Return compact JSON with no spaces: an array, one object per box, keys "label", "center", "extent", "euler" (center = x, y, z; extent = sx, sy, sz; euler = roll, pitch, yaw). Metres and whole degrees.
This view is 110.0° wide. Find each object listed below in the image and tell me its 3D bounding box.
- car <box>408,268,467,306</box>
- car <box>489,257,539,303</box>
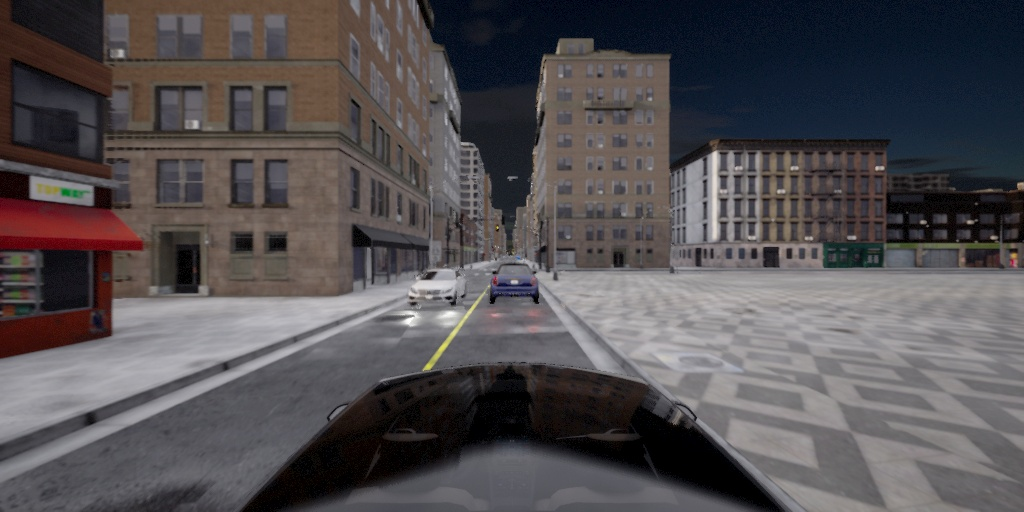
[{"label":"car","center":[-3.084,1.263,15.677],"extent":[1.812,1.442,4.674],"euler":[0,0,0]},{"label":"car","center":[0.105,1.087,16.788],"extent":[2.097,1.767,4.553],"euler":[0,0,0]}]
